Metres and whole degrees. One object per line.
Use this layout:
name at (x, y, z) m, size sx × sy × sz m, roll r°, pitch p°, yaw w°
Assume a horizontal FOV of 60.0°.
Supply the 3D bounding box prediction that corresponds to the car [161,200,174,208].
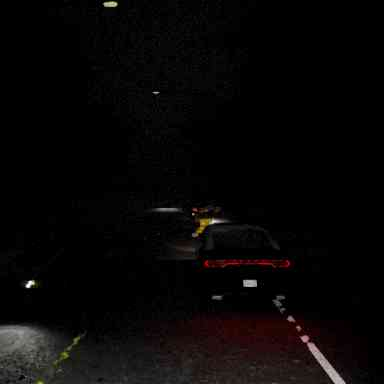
car at (-4.020, 1.990, 55.114) m, size 1.895 × 1.301 × 4.718 m, roll 0°, pitch -1°, yaw -1°

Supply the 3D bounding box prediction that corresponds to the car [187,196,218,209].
car at (0.924, 1.317, 24.526) m, size 2.150 × 2.045 × 5.566 m, roll -1°, pitch 0°, yaw -1°

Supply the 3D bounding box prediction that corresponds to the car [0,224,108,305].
car at (-3.613, 1.570, 8.519) m, size 2.033 × 1.411 × 5.357 m, roll 0°, pitch 0°, yaw 0°

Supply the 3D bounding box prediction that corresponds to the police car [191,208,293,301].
police car at (1.039, 1.449, 8.578) m, size 1.930 × 1.638 × 5.238 m, roll 0°, pitch 0°, yaw 0°

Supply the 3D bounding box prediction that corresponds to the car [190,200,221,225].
car at (0.977, 1.517, 18.672) m, size 1.801 × 1.575 × 5.366 m, roll -1°, pitch 0°, yaw 0°

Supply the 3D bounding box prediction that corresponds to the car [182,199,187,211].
car at (-0.310, 1.782, 45.340) m, size 2.128 × 1.511 × 4.902 m, roll 0°, pitch -1°, yaw 0°

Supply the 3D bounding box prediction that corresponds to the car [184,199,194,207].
car at (-0.581, 1.966, 59.425) m, size 1.812 × 1.442 × 4.674 m, roll 0°, pitch -1°, yaw -1°
